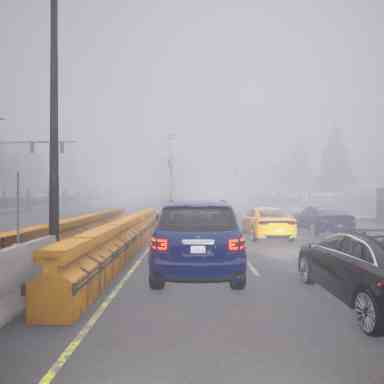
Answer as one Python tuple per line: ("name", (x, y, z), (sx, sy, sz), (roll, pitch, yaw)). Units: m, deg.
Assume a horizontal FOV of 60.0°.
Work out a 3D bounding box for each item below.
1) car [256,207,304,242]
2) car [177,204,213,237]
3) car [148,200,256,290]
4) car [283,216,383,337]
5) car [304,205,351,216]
("car", (3.646, 1.478, 16.454), (1.882, 1.535, 5.008), (0, 0, 0))
("car", (0.154, 1.505, 19.070), (1.837, 1.490, 4.892), (0, 0, 0))
("car", (0.127, 1.222, 9.221), (2.150, 2.045, 5.566), (0, 0, 0))
("car", (3.615, 1.492, 6.612), (2.128, 1.511, 4.902), (0, 0, 0))
("car", (7.155, 1.478, 18.520), (1.882, 1.535, 5.008), (0, 0, 0))
